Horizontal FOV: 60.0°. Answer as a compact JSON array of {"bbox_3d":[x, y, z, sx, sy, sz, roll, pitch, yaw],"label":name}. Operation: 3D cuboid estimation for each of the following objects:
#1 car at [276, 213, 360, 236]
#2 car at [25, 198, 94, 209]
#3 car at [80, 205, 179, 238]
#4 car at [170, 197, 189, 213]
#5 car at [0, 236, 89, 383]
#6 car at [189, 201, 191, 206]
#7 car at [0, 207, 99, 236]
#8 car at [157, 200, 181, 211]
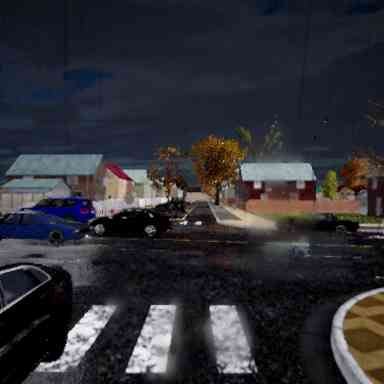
[{"bbox_3d":[7.619,1.947,20.649,4.718,1.301,1.895,0,-1,13],"label":"car"},{"bbox_3d":[-9.333,1.403,22.806,5.566,2.045,2.150,1,-1,8],"label":"car"},{"bbox_3d":[-3.433,1.680,18.712,4.892,1.490,1.837,0,-1,8],"label":"car"},{"bbox_3d":[-1.925,1.701,43.740,2.150,2.045,5.566,0,-1,2],"label":"car"},{"bbox_3d":[-2.700,1.526,3.173,2.128,1.511,4.902,0,-1,0],"label":"car"},{"bbox_3d":[-1.537,2.129,54.105,1.812,1.442,4.674,0,0,2],"label":"car"},{"bbox_3d":[-7.507,1.630,15.792,5.357,1.411,2.033,0,-1,8],"label":"car"},{"bbox_3d":[-2.625,1.840,31.541,1.837,1.490,4.892,0,0,7],"label":"car"}]
